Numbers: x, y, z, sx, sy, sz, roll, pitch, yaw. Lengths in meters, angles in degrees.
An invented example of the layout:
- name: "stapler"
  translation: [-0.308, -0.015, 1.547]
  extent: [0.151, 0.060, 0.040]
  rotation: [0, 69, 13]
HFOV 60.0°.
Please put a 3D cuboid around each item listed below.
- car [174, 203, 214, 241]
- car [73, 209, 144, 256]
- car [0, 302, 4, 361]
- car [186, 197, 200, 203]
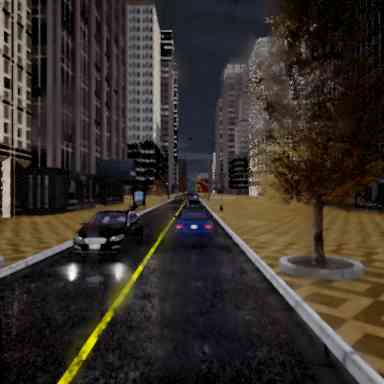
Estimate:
- name: "car"
  translation: [0.086, 1.511, 16.519]
  extent: [2.033, 1.411, 5.357]
  rotation: [0, 0, 0]
- name: "car"
  translation: [-3.077, 1.460, 13.018]
  extent: [2.128, 1.511, 4.902]
  rotation: [0, 0, 0]
- name: "car"
  translation: [-3.001, 1.474, 1.590]
  extent: [1.882, 1.535, 5.008]
  rotation: [0, 0, 0]
- name: "car"
  translation: [0.093, 1.388, 44.491]
  extent: [2.128, 1.511, 4.902]
  rotation: [0, 0, 0]
